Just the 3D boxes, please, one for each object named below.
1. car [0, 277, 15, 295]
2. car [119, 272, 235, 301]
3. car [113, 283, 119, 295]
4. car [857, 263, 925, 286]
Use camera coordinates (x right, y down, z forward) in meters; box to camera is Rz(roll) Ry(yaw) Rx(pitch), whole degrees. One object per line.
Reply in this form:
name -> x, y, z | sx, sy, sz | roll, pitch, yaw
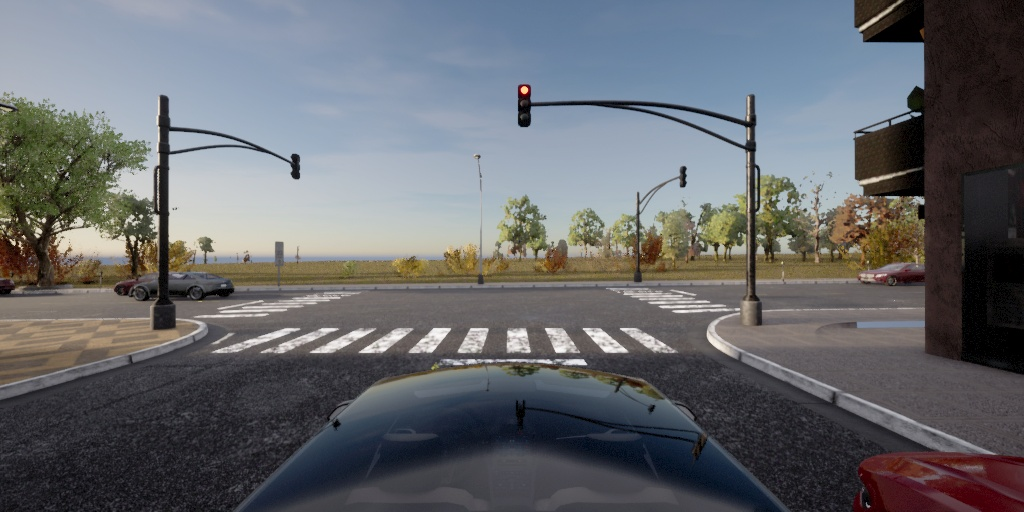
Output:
car -> -31.639, 1.706, 20.815 | 4.207, 1.307, 1.802 | 0, 0, 0
car -> -16.717, 1.501, 18.275 | 4.181, 1.385, 1.994 | -1, 0, 0
car -> -20.556, 1.573, 20.937 | 4.207, 1.307, 1.802 | 0, 0, 0
car -> 22.951, 1.055, 21.144 | 4.207, 1.307, 1.802 | 0, 0, 0
